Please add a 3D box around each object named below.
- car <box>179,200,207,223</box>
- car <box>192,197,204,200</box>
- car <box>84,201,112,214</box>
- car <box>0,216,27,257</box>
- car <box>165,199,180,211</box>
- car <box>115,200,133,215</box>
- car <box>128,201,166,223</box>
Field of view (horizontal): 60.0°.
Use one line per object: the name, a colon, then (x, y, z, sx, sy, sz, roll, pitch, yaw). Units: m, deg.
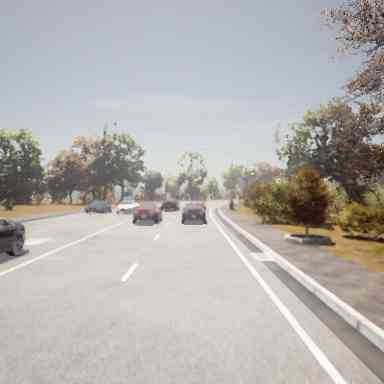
car: (0.152, 1.584, 25.833, 1.812, 1.442, 4.674, 0, 0, 0)
car: (0.829, 1.481, 43.032, 2.097, 1.767, 4.553, 0, 0, 4)
car: (-10.243, 1.665, 36.556, 1.994, 1.385, 4.181, 0, 0, 3)
car: (-7.008, 1.502, 10.288, 2.128, 1.511, 4.902, 0, 0, 0)
car: (-2.672, 1.606, 43.237, 1.882, 1.535, 5.008, 0, 0, 4)
car: (-6.789, 1.623, 35.571, 1.812, 1.442, 4.674, 0, 0, 2)
car: (-3.350, 1.584, 25.607, 1.812, 1.442, 4.674, 0, -1, 1)
